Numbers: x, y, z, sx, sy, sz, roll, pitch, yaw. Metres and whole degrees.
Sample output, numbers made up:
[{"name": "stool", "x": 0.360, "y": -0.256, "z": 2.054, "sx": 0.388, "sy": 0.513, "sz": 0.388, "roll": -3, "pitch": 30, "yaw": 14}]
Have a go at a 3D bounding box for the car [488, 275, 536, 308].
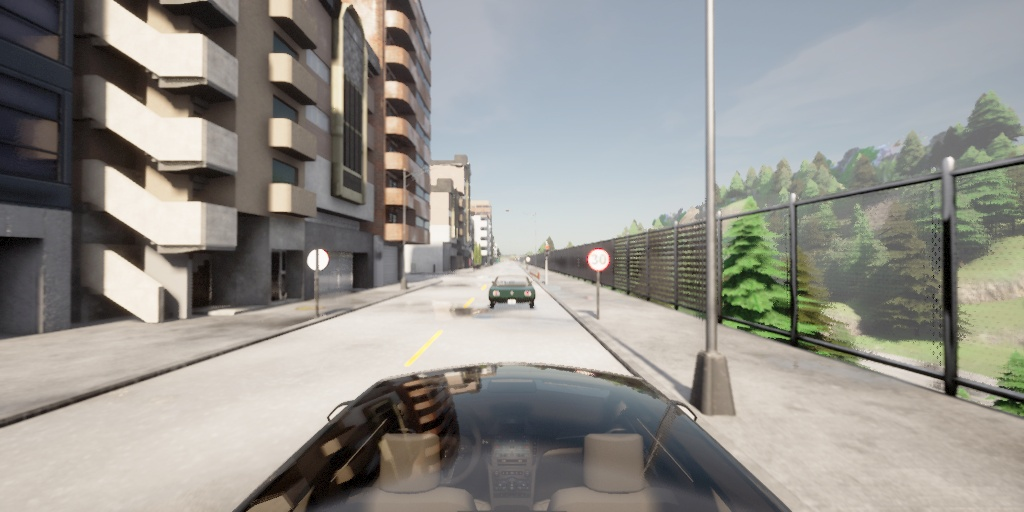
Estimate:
[{"name": "car", "x": 0.001, "y": 1.485, "z": 15.961, "sx": 1.895, "sy": 1.301, "sz": 4.718, "roll": 0, "pitch": -1, "yaw": 0}]
